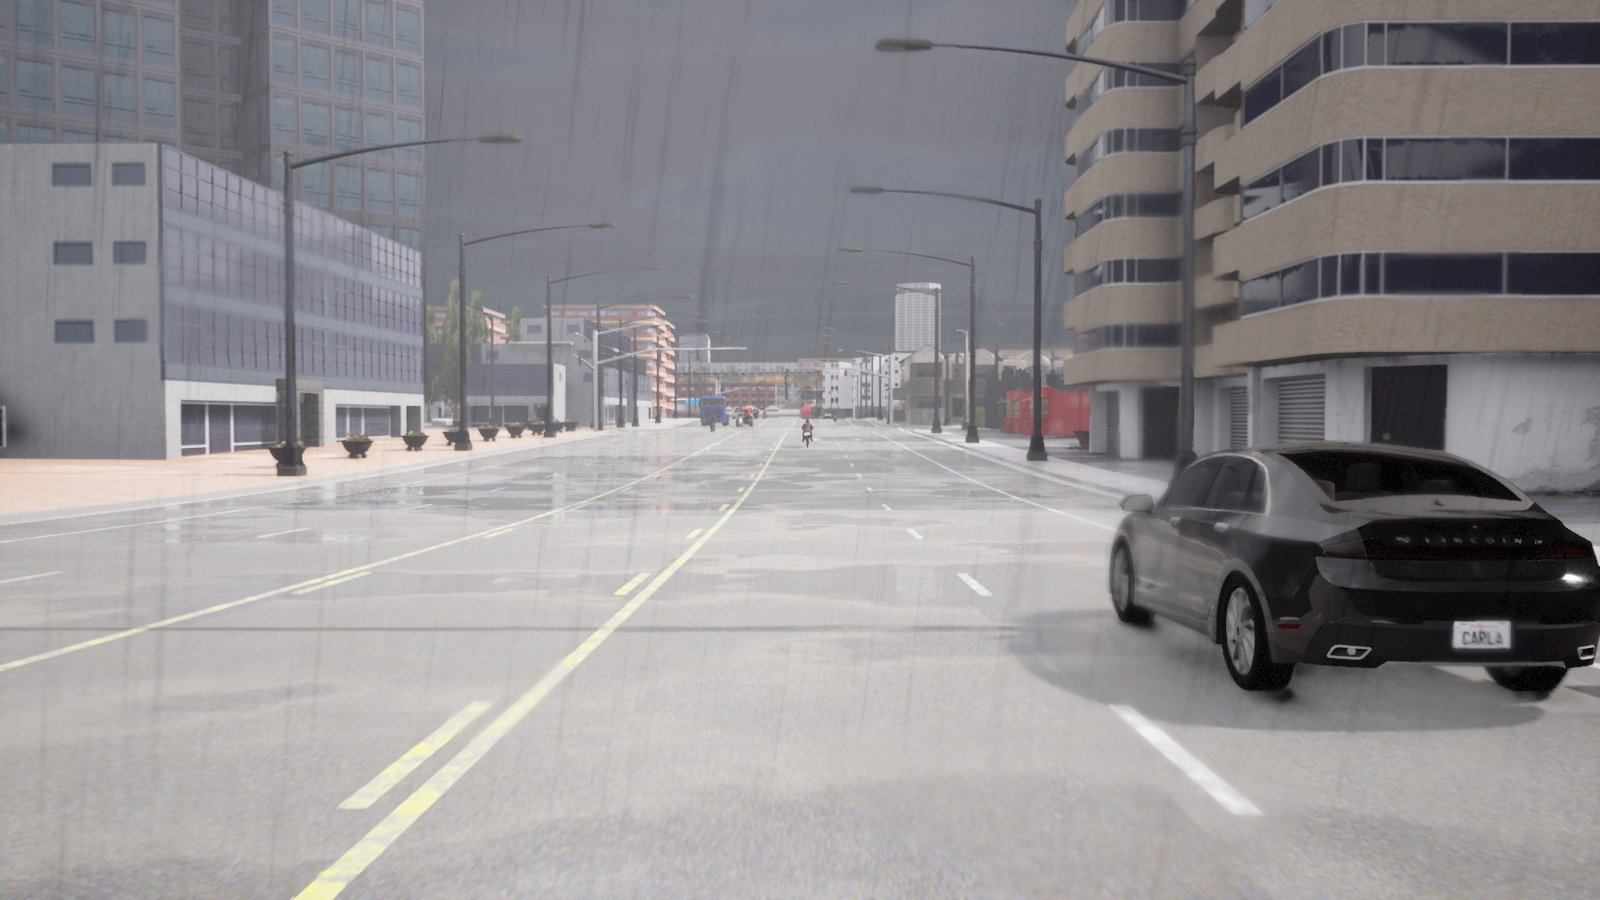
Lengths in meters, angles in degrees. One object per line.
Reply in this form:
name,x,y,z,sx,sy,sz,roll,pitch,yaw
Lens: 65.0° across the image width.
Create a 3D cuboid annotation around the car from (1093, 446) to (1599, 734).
car,3.566,0.714,8.947,1.837,1.490,4.892,0,0,0
